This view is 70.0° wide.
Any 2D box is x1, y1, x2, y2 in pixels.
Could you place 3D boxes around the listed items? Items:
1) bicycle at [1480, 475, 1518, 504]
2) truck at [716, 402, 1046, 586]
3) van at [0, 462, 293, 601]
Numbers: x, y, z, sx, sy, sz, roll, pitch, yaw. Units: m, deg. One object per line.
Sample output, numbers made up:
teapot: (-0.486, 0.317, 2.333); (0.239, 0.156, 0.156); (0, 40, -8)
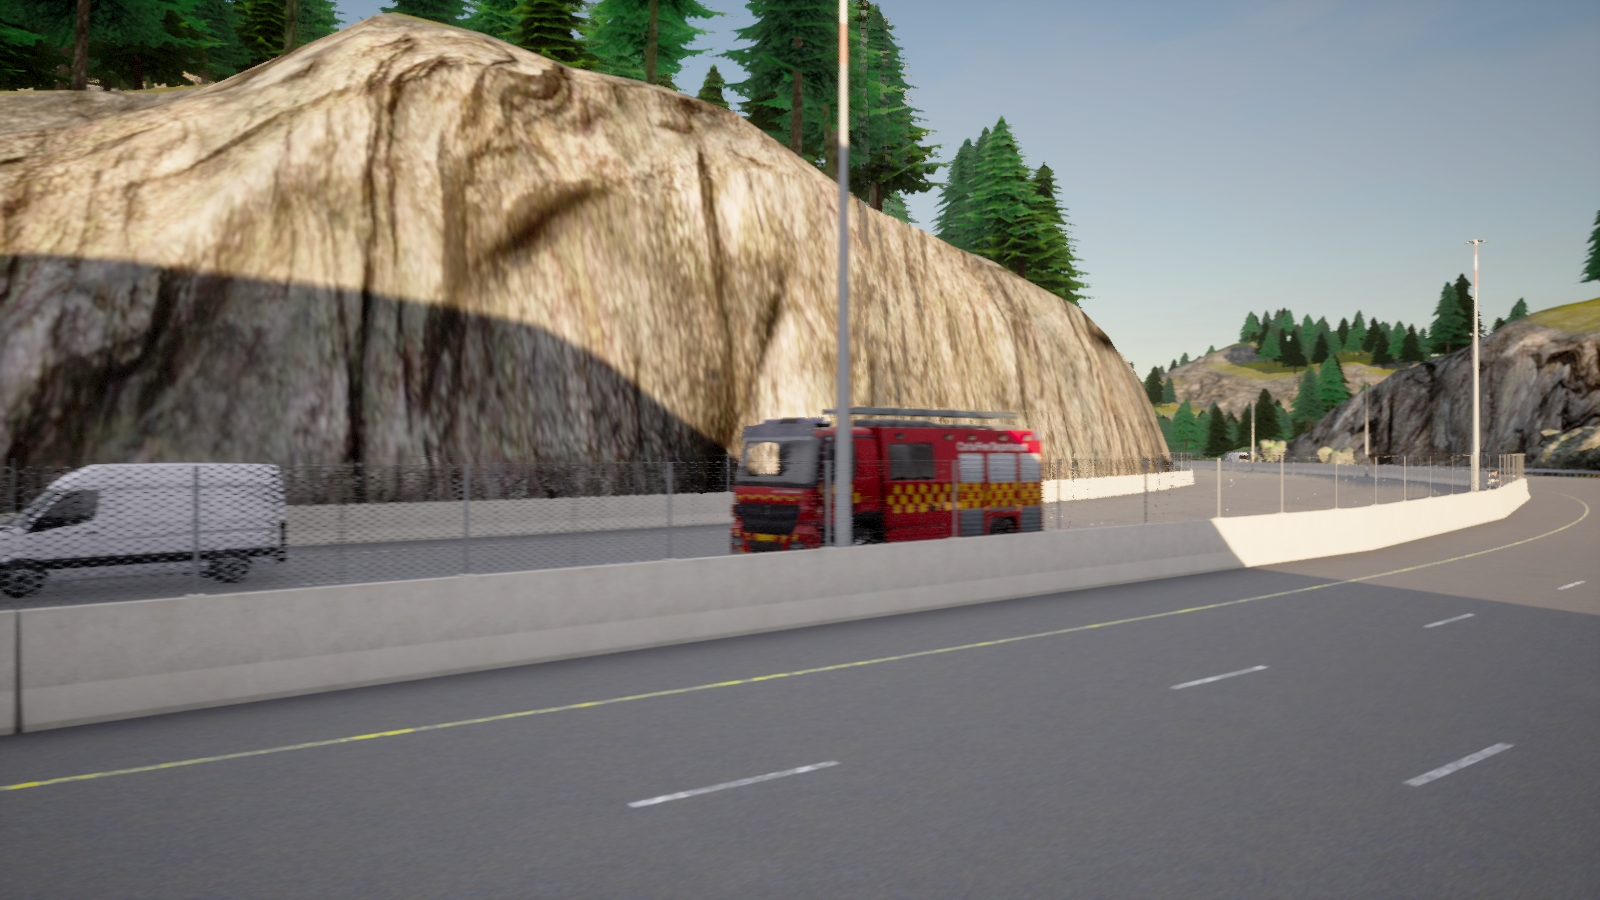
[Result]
bicycle: (37.327, 2.112, 61.027); (1.643, 1.514, 0.373); (-3, -5, 37)
truck: (2.225, 0.922, 27.712); (8.468, 3.827, 2.891); (0, 0, -42)
van: (-13.980, 1.567, 23.811); (5.915, 2.561, 1.988); (0, 0, -40)
